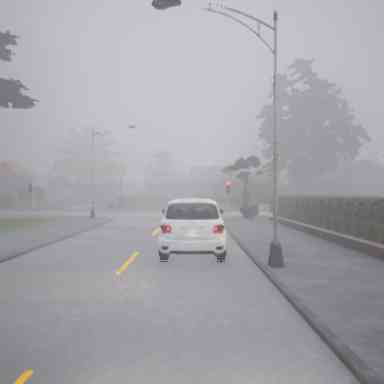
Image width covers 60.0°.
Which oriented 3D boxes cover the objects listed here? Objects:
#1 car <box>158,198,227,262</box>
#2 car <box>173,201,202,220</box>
[{"bbox_3d":[0.028,1.239,12.350,2.150,2.045,5.566,0,0,0],"label":"car"},{"bbox_3d":[-0.488,1.562,29.136,1.812,1.442,4.674,0,0,-11],"label":"car"}]
